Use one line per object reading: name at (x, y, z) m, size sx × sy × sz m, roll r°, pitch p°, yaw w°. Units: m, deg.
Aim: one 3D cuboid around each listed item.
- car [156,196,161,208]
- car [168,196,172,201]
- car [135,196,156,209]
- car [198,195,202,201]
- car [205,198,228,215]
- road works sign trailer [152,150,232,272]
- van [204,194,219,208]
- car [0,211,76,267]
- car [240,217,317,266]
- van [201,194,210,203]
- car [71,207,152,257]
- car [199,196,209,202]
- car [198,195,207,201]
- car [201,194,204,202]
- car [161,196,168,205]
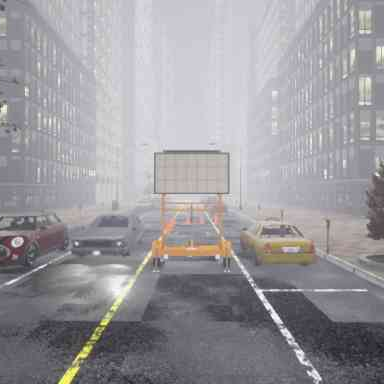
car at (-5.722, 1.571, 45.314) m, size 1.802 × 1.307 × 4.206 m, roll 0°, pitch 0°, yaw 0°
car at (-5.743, 1.534, 79.465) m, size 1.947 × 1.339 × 4.313 m, roll 0°, pitch 0°, yaw 0°
car at (-5.719, 1.516, 39.452) m, size 1.752 × 1.417 × 4.829 m, roll 0°, pitch 0°, yaw 0°
car at (2.648, 1.562, 62.380) m, size 1.802 × 1.307 × 4.206 m, roll 0°, pitch 0°, yaw 0°
car at (2.665, 1.558, 33.919) m, size 1.947 × 1.339 × 4.313 m, roll 0°, pitch 0°, yaw 0°
road works sign trailer at (-0.008, 0.463, 10.729) m, size 2.380 × 3.560 × 2.880 m, roll 0°, pitch 0°, yaw 0°
van at (2.661, 1.332, 39.612) m, size 1.690 × 1.788 × 3.998 m, roll 0°, pitch 0°, yaw 0°
car at (-5.702, 1.439, 11.162) m, size 1.967 × 1.590 × 4.097 m, roll 0°, pitch 0°, yaw 0°
car at (2.679, 1.524, 11.322) m, size 1.752 × 1.417 × 4.829 m, roll 0°, pitch 0°, yaw 0°
van at (2.644, 1.318, 68.073) m, size 1.690 × 1.788 × 3.998 m, roll 0°, pitch 0°, yaw 0°
car at (-3.009, 1.546, 13.152) m, size 2.033 × 1.411 × 5.357 m, roll 0°, pitch 0°, yaw 0°
car at (2.641, 1.517, 73.765) m, size 1.887 × 1.381 × 4.507 m, roll 0°, pitch 0°, yaw 0°
car at (2.635, 1.514, 85.150) m, size 2.008 × 1.369 × 4.403 m, roll 0°, pitch 0°, yaw 0°
car at (2.658, 1.429, 45.305) m, size 1.967 × 1.590 × 4.097 m, roll 0°, pitch 0°, yaw 0°
car at (-5.730, 1.424, 56.698) m, size 1.967 × 1.590 × 4.097 m, roll 0°, pitch 0°, yaw 0°
